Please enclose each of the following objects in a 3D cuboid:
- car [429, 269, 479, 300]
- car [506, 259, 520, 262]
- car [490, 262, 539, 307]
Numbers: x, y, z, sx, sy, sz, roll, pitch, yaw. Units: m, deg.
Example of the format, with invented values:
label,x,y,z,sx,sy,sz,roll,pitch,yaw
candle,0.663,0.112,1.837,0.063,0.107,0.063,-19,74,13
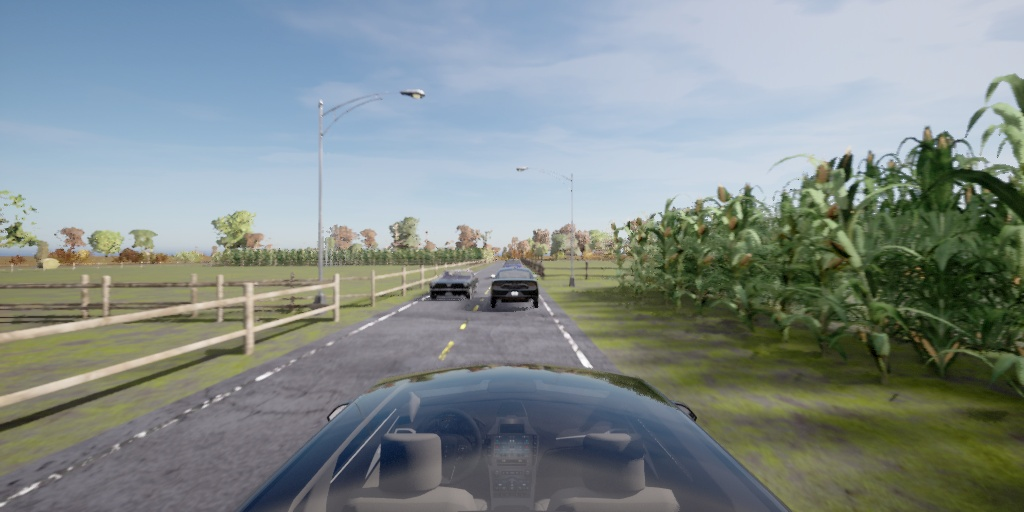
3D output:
label,x,y,z,sx,sy,sz,roll,pitch,yaw
car,-2.749,1.344,17.817,1.895,1.301,4.718,0,0,0
car,0.103,1.089,33.889,2.097,1.767,4.553,0,0,0
car,0.102,1.222,15.579,1.882,1.535,5.008,0,0,0
